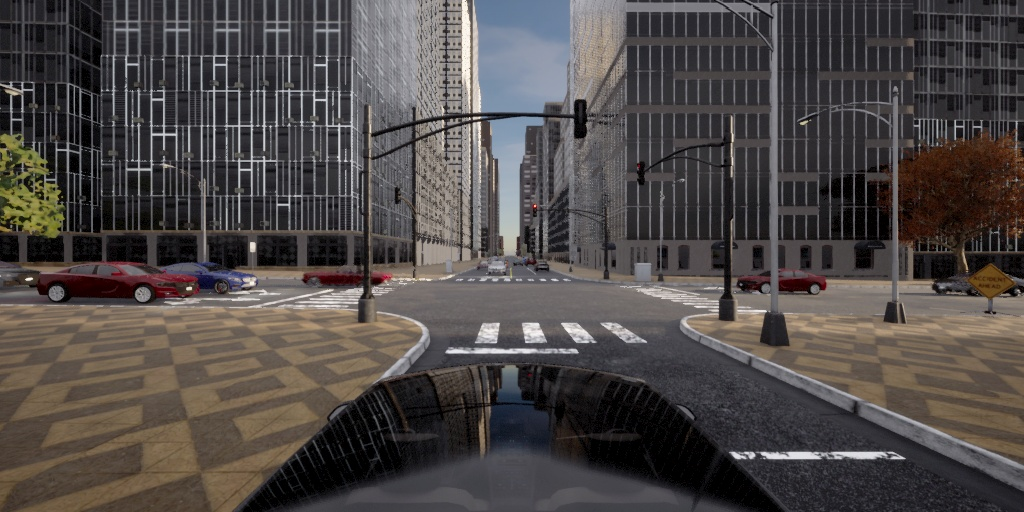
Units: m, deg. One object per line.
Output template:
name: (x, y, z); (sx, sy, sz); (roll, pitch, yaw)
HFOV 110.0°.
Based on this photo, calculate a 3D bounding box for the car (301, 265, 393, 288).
car: (-9.640, 1.195, 21.109); (4.718, 1.301, 1.895); (1, 0, -3)

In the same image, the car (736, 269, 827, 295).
car: (16.720, 1.554, 22.374); (5.008, 1.535, 1.882); (1, 0, -3)

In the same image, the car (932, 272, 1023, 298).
car: (29.952, 1.805, 23.010); (4.902, 1.511, 2.128); (1, 0, -3)

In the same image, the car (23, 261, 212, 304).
car: (-15.286, 0.973, 14.124); (5.008, 1.535, 1.882); (1, 0, -2)

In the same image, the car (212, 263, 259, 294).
car: (-14.975, 1.026, 17.396); (4.674, 1.442, 1.812); (1, 0, -1)

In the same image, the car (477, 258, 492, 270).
car: (-4.113, 1.343, 52.197); (1.802, 1.307, 4.207); (0, 0, 0)

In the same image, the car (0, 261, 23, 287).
car: (-24.901, 0.882, 16.920); (4.181, 1.385, 1.994); (1, 0, -3)

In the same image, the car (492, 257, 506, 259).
car: (-1.672, 1.109, 58.561); (2.097, 1.767, 4.553); (0, 0, -1)

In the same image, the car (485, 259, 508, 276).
car: (-1.560, 1.293, 38.321); (1.812, 1.442, 4.674); (0, 0, 0)

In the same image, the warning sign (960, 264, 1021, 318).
warning sign: (17.258, 1.204, 12.940); (1.060, 1.860, 1.300); (0, 0, -3)

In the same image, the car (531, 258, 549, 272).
car: (3.850, 1.329, 46.719); (1.948, 1.339, 4.313); (0, 0, 0)
